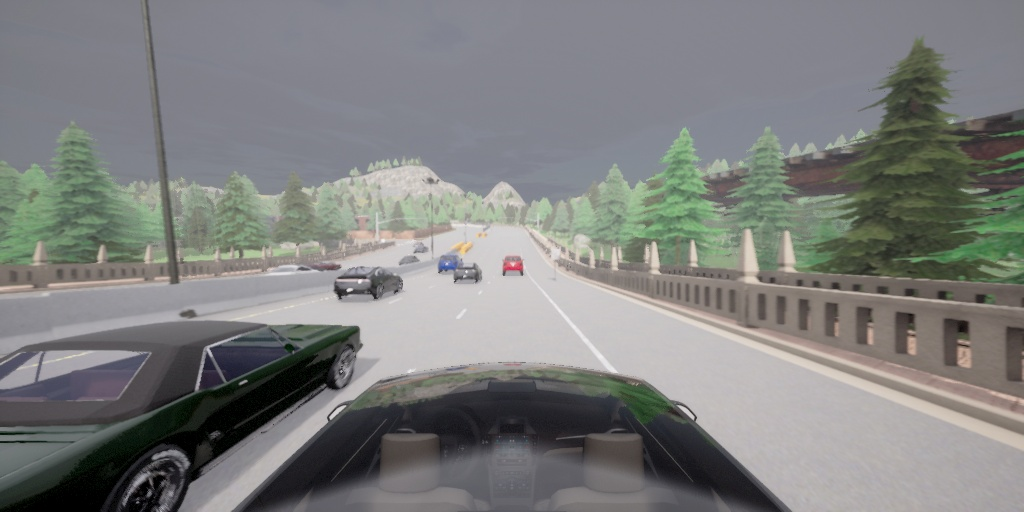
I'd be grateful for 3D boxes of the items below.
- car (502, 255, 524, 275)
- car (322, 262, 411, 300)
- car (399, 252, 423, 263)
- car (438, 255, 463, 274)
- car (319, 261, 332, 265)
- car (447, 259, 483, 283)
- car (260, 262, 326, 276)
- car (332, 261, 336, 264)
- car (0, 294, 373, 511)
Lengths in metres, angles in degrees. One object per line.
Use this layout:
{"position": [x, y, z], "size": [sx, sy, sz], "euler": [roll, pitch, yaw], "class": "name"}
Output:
{"position": [0.109, 0.904, 38.711], "size": [2.150, 2.045, 5.566], "euler": [0, 2, 0], "class": "car"}
{"position": [-6.896, 1.254, 17.670], "size": [2.128, 1.511, 4.902], "euler": [0, 0, 0], "class": "car"}
{"position": [-14.042, 0.709, 48.926], "size": [1.837, 1.490, 4.892], "euler": [0, 4, 0], "class": "car"}
{"position": [-6.890, 0.844, 40.692], "size": [2.150, 2.045, 5.566], "euler": [0, 2, 0], "class": "car"}
{"position": [-17.588, 1.323, 29.938], "size": [2.033, 1.411, 5.357], "euler": [0, 0, 0], "class": "car"}
{"position": [-3.394, 1.263, 28.215], "size": [2.128, 1.511, 4.902], "euler": [0, 0, 0], "class": "car"}
{"position": [-14.083, 1.293, 22.781], "size": [1.812, 1.442, 4.674], "euler": [0, 0, 0], "class": "car"}
{"position": [-21.076, 1.240, 40.100], "size": [1.895, 1.301, 4.718], "euler": [0, 2, 0], "class": "car"}
{"position": [-3.400, 1.353, 3.852], "size": [1.895, 1.301, 4.718], "euler": [0, 0, 0], "class": "car"}
